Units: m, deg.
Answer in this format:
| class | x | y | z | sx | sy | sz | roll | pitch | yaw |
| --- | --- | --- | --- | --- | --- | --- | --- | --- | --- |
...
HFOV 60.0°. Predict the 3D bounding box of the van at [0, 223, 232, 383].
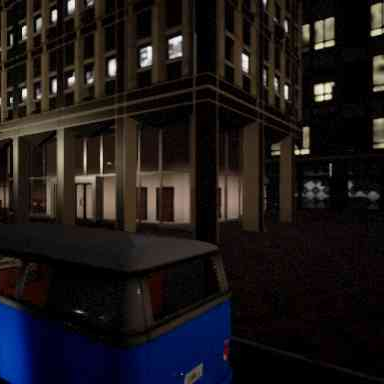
| class | x | y | z | sx | sy | sz | roll | pitch | yaw |
| --- | --- | --- | --- | --- | --- | --- | --- | --- | --- |
| van | -1.493 | 1.335 | 3.940 | 3.998 | 1.788 | 1.690 | 0 | 0 | 35 |
